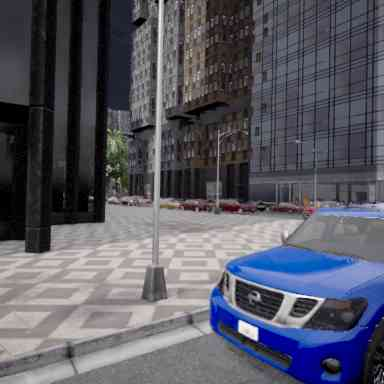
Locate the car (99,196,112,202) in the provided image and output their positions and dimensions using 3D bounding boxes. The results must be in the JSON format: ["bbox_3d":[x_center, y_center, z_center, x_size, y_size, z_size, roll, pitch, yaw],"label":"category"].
[{"bbox_3d":[-21.316,1.757,81.760,1.802,1.307,4.206,2,-1,-35],"label":"car"}]

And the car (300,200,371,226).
[{"bbox_3d":[9.900,1.371,23.203,1.967,1.590,4.097,2,-1,-36],"label":"car"}]

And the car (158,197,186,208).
[{"bbox_3d":[-3.210,1.594,51.630,2.128,1.511,4.902,2,-1,-35],"label":"car"}]

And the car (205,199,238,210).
[{"bbox_3d":[4.037,1.695,46.136,1.752,1.417,4.829,2,-1,-35],"label":"car"}]

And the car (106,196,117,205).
[{"bbox_3d":[-12.358,1.533,54.473,1.802,1.307,4.206,2,-1,-35],"label":"car"}]

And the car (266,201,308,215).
[{"bbox_3d":[10.497,1.745,37.055,1.802,1.307,4.206,2,-1,-35],"label":"car"}]

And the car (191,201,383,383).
[{"bbox_3d":[2.929,1.224,5.341,5.566,2.045,2.150,0,0,-34],"label":"car"}]

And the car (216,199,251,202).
[{"bbox_3d":[4.668,1.488,35.149,1.882,1.535,5.008,2,0,-35],"label":"car"}]

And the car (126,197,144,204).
[{"bbox_3d":[-11.772,1.742,68.349,1.947,1.339,4.313,2,-1,-35],"label":"car"}]

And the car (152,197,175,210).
[{"bbox_3d":[-2.713,1.470,40.922,1.752,1.417,4.829,2,-1,-35],"label":"car"}]

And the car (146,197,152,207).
[{"bbox_3d":[-7.978,1.374,53.067,2.097,1.767,4.553,2,-1,-35],"label":"car"}]

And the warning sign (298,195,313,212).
[{"bbox_3d":[12.855,1.339,37.739,1.300,1.860,1.060,2,-1,-35],"label":"warning sign"}]

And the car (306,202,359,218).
[{"bbox_3d":[13.678,1.726,32.585,1.947,1.339,4.313,2,-1,-35],"label":"car"}]

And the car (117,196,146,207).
[{"bbox_3d":[-9.173,1.390,50.004,1.967,1.590,4.097,2,-1,-35],"label":"car"}]

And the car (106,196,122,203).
[{"bbox_3d":[-18.232,1.701,77.429,1.752,1.417,4.829,2,-1,-35],"label":"car"}]

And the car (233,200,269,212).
[{"bbox_3d":[7.316,1.732,41.526,1.947,1.339,4.313,2,-1,-35],"label":"car"}]

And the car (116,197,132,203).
[{"bbox_3d":[-14.953,1.742,72.819,1.947,1.339,4.313,2,-1,-35],"label":"car"}]

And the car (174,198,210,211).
[{"bbox_3d":[0.370,1.486,36.589,1.887,1.381,4.507,2,-1,-35],"label":"car"}]

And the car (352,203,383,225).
[{"bbox_3d":[14.116,1.561,22.696,2.033,1.411,5.357,2,-1,-45],"label":"car"}]

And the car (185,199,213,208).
[{"bbox_3d":[0.954,1.724,50.467,2.008,1.369,4.403,2,-1,-35],"label":"car"}]

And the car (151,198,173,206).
[{"bbox_3d":[-5.409,1.727,59.408,2.008,1.369,4.403,2,-1,-35],"label":"car"}]
